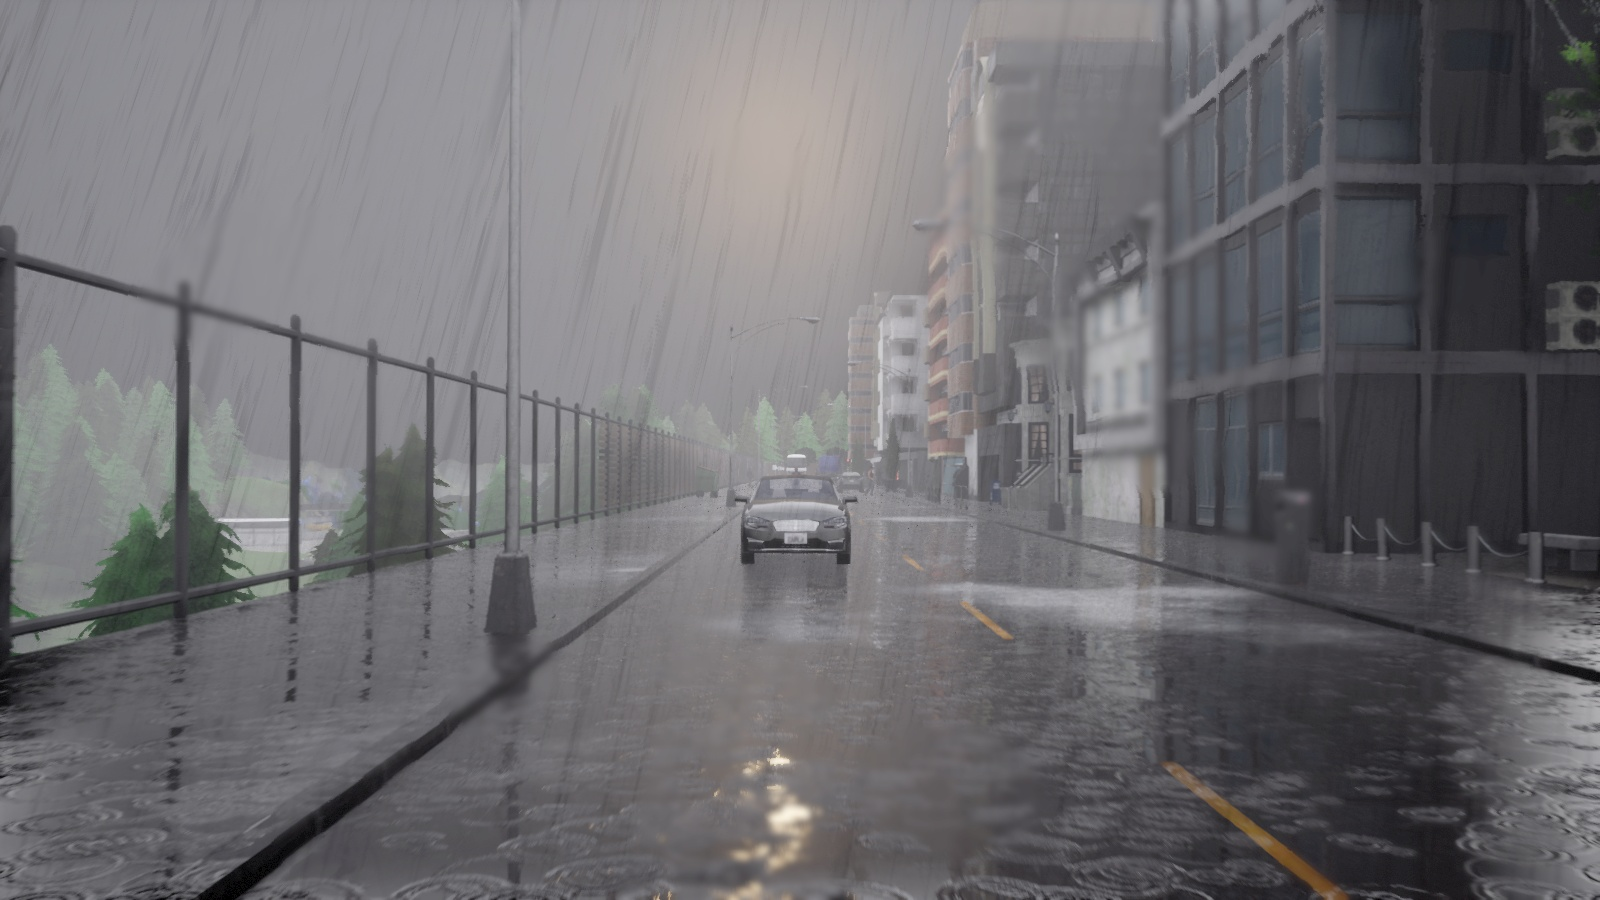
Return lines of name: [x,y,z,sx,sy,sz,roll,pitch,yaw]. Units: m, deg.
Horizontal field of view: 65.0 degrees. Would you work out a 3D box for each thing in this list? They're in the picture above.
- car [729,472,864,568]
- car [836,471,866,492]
car: [-0.063,1.146,22.384,2.128,1.511,4.902,0,-1,0]
car: [3.737,2.305,93.099,2.007,1.525,4.514,0,-1,0]
